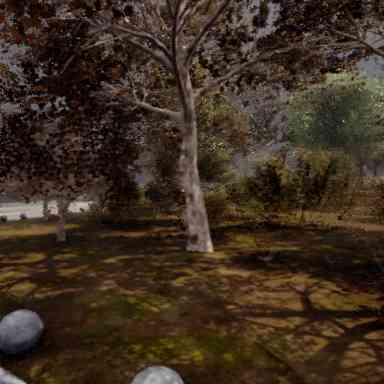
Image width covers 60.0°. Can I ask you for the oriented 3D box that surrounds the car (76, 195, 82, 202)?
[{"bbox_3d":[-19.987,0.898,61.070,1.946,1.575,5.366,-1,3,32],"label":"car"}]
